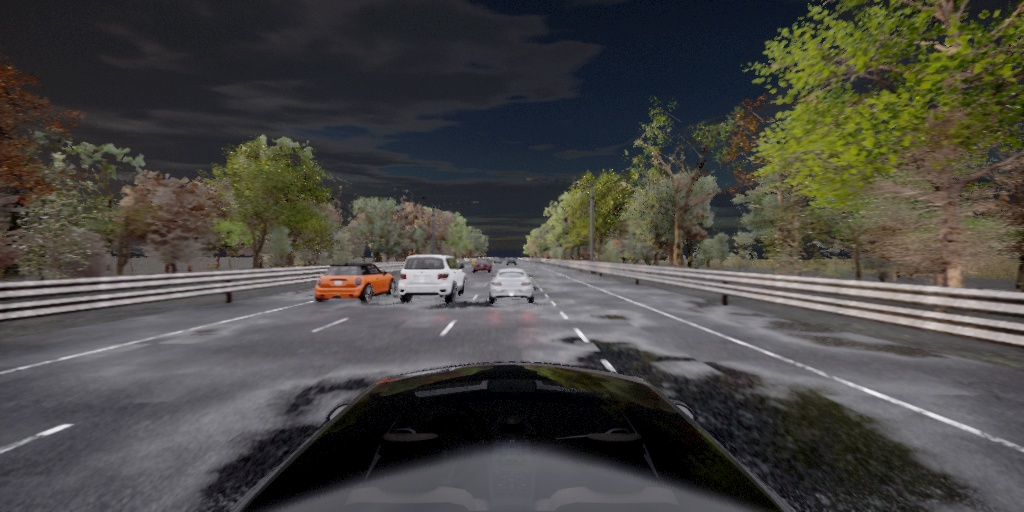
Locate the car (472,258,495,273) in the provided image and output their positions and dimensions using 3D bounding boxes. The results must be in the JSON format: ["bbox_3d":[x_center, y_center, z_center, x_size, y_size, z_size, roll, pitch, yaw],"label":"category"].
[{"bbox_3d":[-3.545,1.117,44.246,2.097,1.767,4.553,0,0,0],"label":"car"}]

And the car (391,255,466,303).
[{"bbox_3d":[-3.518,0.971,16.677,2.150,2.045,5.566,0,0,0],"label":"car"}]

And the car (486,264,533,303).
[{"bbox_3d":[-0.021,1.271,16.568,1.812,1.442,4.674,0,0,0],"label":"car"}]

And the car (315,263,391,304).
[{"bbox_3d":[-7.022,1.105,16.610,2.097,1.767,4.553,0,0,0],"label":"car"}]
